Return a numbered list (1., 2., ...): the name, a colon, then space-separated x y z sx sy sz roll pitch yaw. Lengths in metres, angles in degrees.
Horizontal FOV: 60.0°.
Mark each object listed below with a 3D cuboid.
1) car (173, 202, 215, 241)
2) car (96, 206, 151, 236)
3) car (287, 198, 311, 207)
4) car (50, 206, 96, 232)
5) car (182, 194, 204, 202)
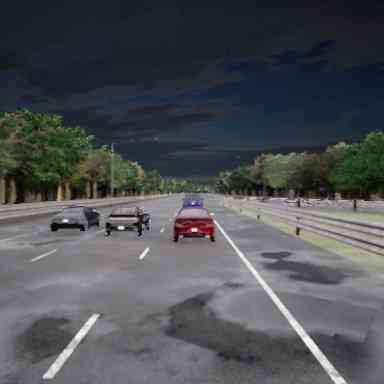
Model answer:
1. car: 0.103 1.486 16.818 1.882 1.535 5.008 0 0 0
2. car: -3.397 1.501 18.383 2.128 1.511 4.902 0 0 0
3. car: 18.147 1.696 56.854 1.882 1.535 5.008 0 0 -18
4. car: -6.903 1.540 20.180 1.994 1.385 4.181 0 0 0
5. car: 0.105 1.260 35.868 2.150 2.045 5.566 0 0 0
